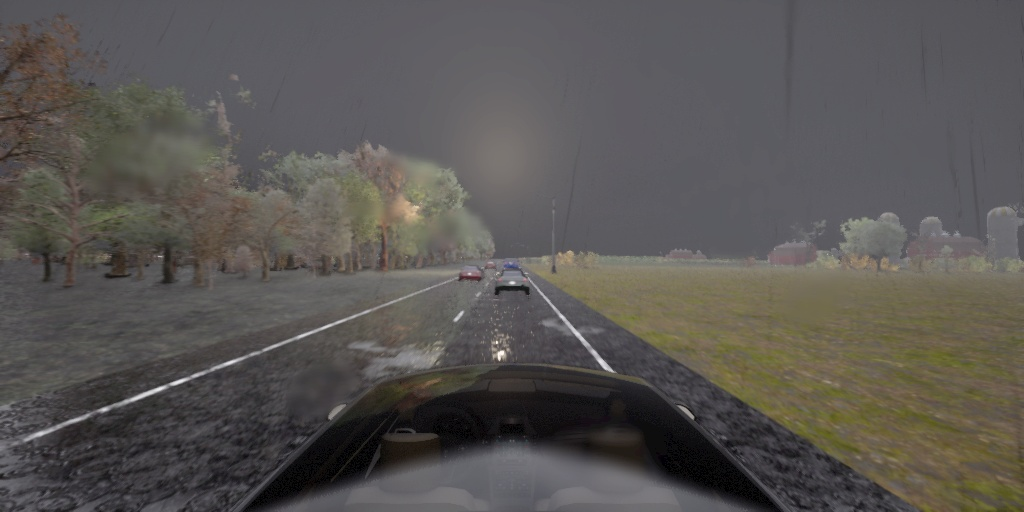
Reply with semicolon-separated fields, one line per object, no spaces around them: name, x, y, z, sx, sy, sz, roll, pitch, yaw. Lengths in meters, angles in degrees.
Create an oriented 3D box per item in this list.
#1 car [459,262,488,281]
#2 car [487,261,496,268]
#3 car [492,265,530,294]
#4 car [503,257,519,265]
car;-3.544;1.466;31.952;1.994;1.385;4.181;0;0;0
car;-3.691;1.584;62.300;1.812;1.442;4.674;0;0;0
car;0.008;1.426;21.318;1.994;1.385;4.181;0;0;0
car;-0.143;1.248;53.022;2.150;2.045;5.566;0;-1;0
